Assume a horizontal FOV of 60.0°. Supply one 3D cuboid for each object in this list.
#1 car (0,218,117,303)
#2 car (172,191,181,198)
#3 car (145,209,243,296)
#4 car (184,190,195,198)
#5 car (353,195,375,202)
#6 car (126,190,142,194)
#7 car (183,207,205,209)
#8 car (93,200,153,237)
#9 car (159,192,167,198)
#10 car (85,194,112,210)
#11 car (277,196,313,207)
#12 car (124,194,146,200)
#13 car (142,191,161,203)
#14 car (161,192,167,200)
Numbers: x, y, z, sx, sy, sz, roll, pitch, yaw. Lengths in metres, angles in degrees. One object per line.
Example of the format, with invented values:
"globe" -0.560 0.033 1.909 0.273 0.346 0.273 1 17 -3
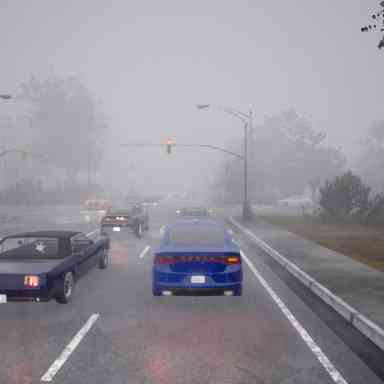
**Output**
"car" -3.388 1.573 8.070 1.895 1.301 4.718 0 0 0
"car" -3.851 0.737 85.355 2.033 1.411 5.357 0 1 -4
"car" 0.113 1.446 8.617 1.882 1.535 5.008 0 0 0
"car" -0.354 0.419 85.490 2.150 2.045 5.566 0 1 -4
"car" 22.471 1.174 43.359 4.892 1.490 1.837 0 1 -3
"car" -10.496 0.745 60.035 2.150 2.045 5.566 0 0 0
"car" 0.124 1.458 17.599 1.994 1.385 4.181 0 0 0
"car" -3.376 1.402 17.322 1.837 1.490 4.892 0 0 0
"car" -7.316 0.694 84.645 1.882 1.535 5.008 0 1 -3
"car" -10.548 1.071 37.712 2.097 1.767 4.553 0 1 0
"car" 13.283 1.200 42.851 4.674 1.442 1.812 0 1 -3
"car" -7.046 1.267 39.502 1.994 1.385 4.181 0 0 0
"car" -7.008 1.024 57.434 1.882 1.535 5.008 0 1 0
"car" -6.947 0.964 70.316 1.994 1.385 4.181 0 1 0
